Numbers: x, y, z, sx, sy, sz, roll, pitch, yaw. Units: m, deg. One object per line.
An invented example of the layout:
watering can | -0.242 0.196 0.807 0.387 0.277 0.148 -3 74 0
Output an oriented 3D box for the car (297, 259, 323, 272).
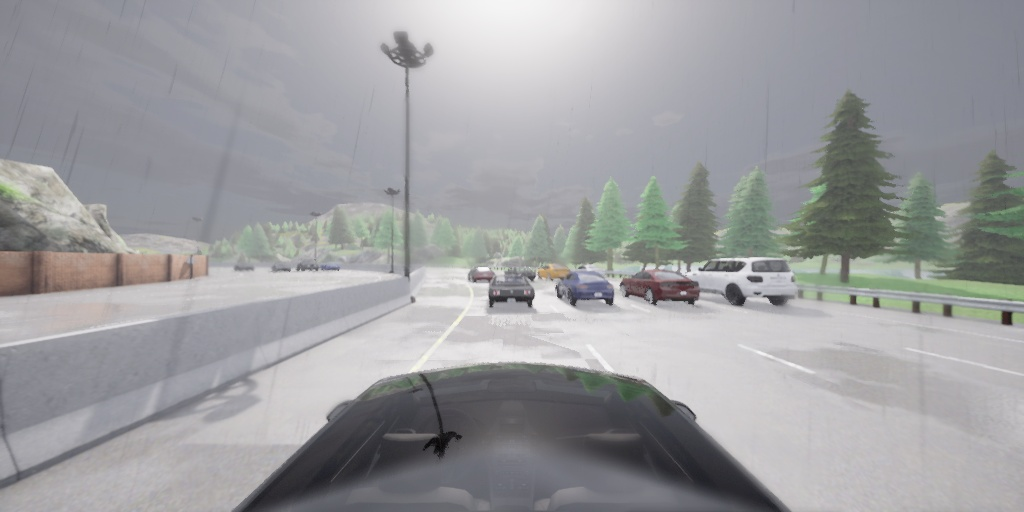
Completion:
car | -32.265 1.465 56.618 2.150 2.045 5.566 1 -1 -43

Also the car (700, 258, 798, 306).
car | 10.340 1.106 16.798 2.150 2.045 5.566 0 0 -3

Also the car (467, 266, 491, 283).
car | -2.795 1.599 32.253 1.994 1.385 4.181 0 -1 -16

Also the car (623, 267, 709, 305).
car | 6.801 1.370 17.044 1.882 1.535 5.008 0 0 -4

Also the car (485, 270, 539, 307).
car | -0.150 1.486 16.266 1.895 1.301 4.718 0 0 -4

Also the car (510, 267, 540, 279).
car | 0.640 1.642 32.987 1.895 1.301 4.718 0 -1 -15

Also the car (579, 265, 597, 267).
car | 7.322 1.586 35.052 1.812 1.442 4.674 0 0 -16

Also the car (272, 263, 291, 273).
car | -34.674 1.746 53.981 1.837 1.490 4.892 1 -1 -43

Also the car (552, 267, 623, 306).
car | 3.316 1.415 16.747 1.812 1.442 4.674 0 0 -4

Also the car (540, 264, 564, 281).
car | 3.912 1.530 34.242 1.882 1.535 5.008 0 0 -16
